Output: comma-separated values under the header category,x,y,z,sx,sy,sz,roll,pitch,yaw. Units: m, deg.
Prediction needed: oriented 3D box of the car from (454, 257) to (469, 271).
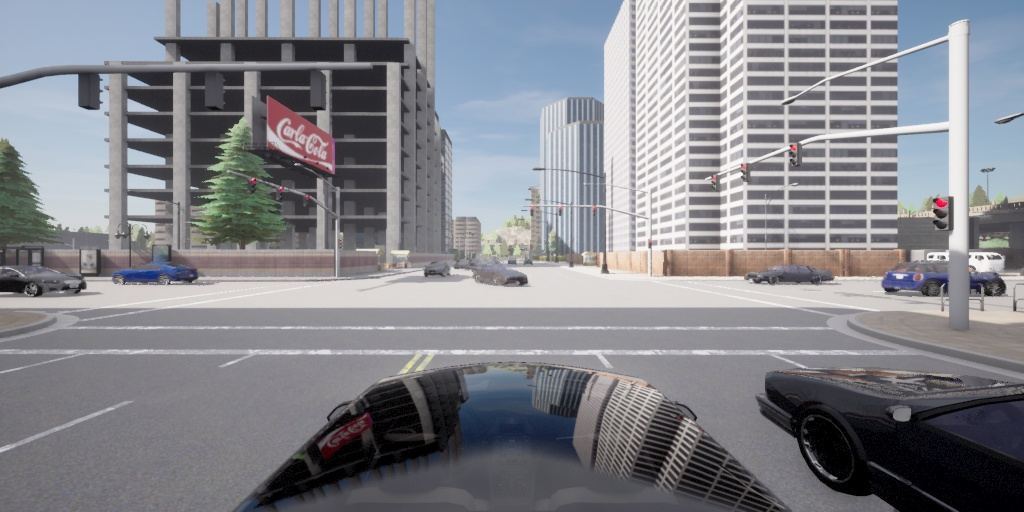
category,x,y,z,sx,sy,sz,roll,pitch,yaw
car,-7.076,1.256,50.563,1.837,1.490,4.892,0,0,0

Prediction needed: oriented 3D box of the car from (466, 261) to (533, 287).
category,x,y,z,sx,sy,sz,roll,pitch,yaw
car,-1.002,1.297,24.922,2.033,1.411,5.357,0,0,-31

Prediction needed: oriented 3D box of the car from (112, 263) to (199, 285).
category,x,y,z,sx,sy,sz,roll,pitch,yaw
car,-24.997,1.227,25.221,5.008,1.535,1.882,0,0,0

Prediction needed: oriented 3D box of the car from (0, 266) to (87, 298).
category,x,y,z,sx,sy,sz,roll,pitch,yaw
car,-24.548,1.241,18.079,4.902,1.511,2.128,0,0,0

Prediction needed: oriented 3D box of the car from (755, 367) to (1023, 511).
category,x,y,z,sx,sy,sz,roll,pitch,yaw
car,3.597,1.297,1.449,2.033,1.411,5.357,0,0,0

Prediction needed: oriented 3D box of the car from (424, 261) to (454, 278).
category,x,y,z,sx,sy,sz,roll,pitch,yaw
car,-7.087,1.255,34.309,1.837,1.490,4.892,0,0,0

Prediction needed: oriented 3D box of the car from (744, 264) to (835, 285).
category,x,y,z,sx,sy,sz,roll,pitch,yaw
car,19.646,1.297,25.495,5.357,1.411,2.033,0,0,0

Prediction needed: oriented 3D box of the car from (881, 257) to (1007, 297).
category,x,y,z,sx,sy,sz,roll,pitch,yaw
car,21.979,1.103,18.354,4.553,1.767,2.097,0,0,0

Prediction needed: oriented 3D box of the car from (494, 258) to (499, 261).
category,x,y,z,sx,sy,sz,roll,pitch,yaw
car,-3.568,1.241,56.255,2.128,1.511,4.902,0,0,0

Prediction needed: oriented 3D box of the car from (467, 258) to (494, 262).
category,x,y,z,sx,sy,sz,roll,pitch,yaw
car,-3.584,1.239,41.784,2.128,1.511,4.902,0,0,0
